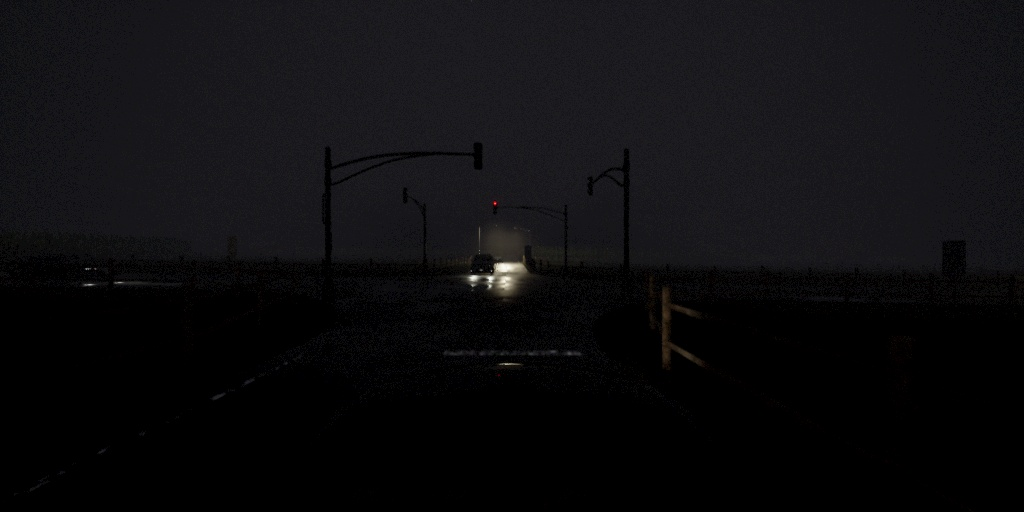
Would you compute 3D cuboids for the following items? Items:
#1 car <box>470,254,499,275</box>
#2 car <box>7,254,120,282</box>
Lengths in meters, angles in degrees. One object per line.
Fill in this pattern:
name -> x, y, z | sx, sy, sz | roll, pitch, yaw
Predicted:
car -> -2.772, 0.833, 35.046 | 2.150, 2.045, 5.566 | 0, 2, 0
car -> -25.345, 0.650, 20.381 | 4.902, 1.511, 2.128 | 1, 0, 0
